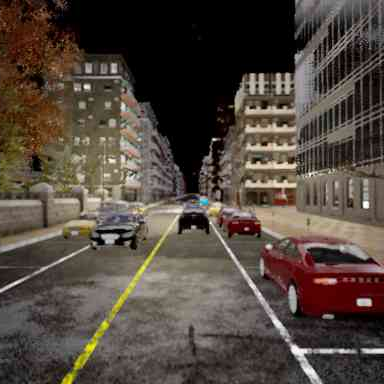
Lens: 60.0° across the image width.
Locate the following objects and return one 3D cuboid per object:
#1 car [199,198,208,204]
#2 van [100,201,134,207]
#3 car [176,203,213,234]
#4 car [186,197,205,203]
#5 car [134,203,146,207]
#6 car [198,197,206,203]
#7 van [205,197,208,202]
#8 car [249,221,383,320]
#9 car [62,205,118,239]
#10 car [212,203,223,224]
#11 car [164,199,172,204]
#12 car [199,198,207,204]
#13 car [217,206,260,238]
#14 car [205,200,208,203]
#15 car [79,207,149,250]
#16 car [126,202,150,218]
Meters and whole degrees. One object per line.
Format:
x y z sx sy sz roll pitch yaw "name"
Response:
2.696 2.199 79.186 1.887 1.381 4.507 1 0 0 "car"
-5.680 1.559 24.313 1.690 1.788 3.998 1 0 0 "van"
0.099 1.692 20.685 1.837 1.490 4.892 0 0 0 "car"
0.103 1.686 37.900 2.097 1.767 4.553 0 0 0 "car"
-5.681 1.706 29.925 1.967 1.590 4.097 1 0 0 "car"
2.698 2.177 90.527 1.967 1.590 4.097 1 0 0 "car"
2.699 1.954 73.515 1.690 1.788 3.998 1 0 0 "van"
2.699 1.614 7.437 1.887 1.381 4.507 1 -1 0 "car"
-5.682 1.693 18.528 1.752 1.417 4.829 1 0 0 "car"
2.698 1.761 24.289 1.887 1.381 4.507 1 0 0 "car"
-5.684 2.238 79.241 1.802 1.307 4.206 1 0 0 "car"
2.696 2.262 84.856 1.947 1.339 4.313 1 0 0 "car"
2.698 1.712 18.672 1.887 1.381 4.507 1 0 0 "car"
2.698 1.839 35.692 1.752 1.417 4.829 1 0 0 "car"
-3.097 1.627 14.977 2.128 1.511 4.902 0 -1 0 "car"
-5.682 1.837 35.369 1.752 1.417 4.829 1 0 0 "car"
